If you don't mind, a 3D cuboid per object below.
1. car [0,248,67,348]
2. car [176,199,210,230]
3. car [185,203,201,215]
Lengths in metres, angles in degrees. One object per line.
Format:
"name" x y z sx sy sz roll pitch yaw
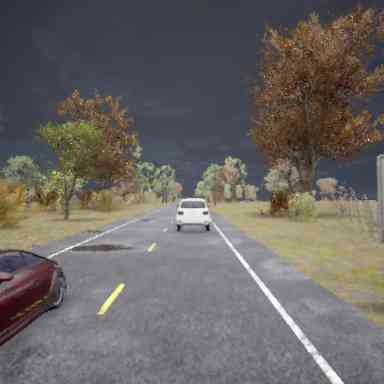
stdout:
"car" -3.594 1.622 5.237 1.994 1.385 4.181 0 -1 0
"car" 0.092 1.494 23.210 2.150 2.045 5.566 0 -1 0
"car" 0.094 2.136 42.733 1.895 1.301 4.718 0 -1 0
